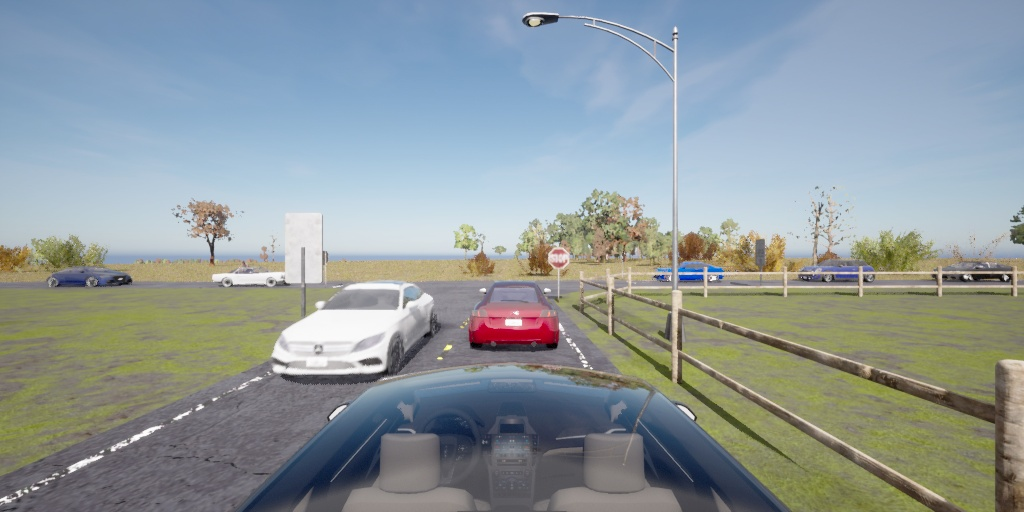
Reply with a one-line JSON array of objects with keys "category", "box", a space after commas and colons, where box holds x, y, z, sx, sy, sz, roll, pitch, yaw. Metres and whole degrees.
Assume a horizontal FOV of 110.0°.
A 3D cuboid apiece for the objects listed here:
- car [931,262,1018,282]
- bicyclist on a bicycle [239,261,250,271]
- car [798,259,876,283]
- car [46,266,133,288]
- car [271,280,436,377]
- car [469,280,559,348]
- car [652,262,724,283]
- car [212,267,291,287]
[{"category": "car", "box": [34.575, 1.167, 26.924, 4.902, 1.511, 2.128, 0, 0, 1]}, {"category": "bicyclist on a bicycle", "box": [-22.561, 1.261, 30.307, 0.582, 1.620, 1.656, 0, 0, 0]}, {"category": "car", "box": [24.302, 1.041, 26.991, 4.553, 1.767, 2.097, 0, 0, 0]}, {"category": "car", "box": [-28.601, 1.390, 24.373, 4.181, 1.385, 1.994, 0, 0, 0]}, {"category": "car", "box": [-2.832, 1.275, 7.527, 1.812, 1.442, 4.674, 0, 0, 0]}, {"category": "car", "box": [0.077, 1.314, 9.258, 1.994, 1.385, 4.181, 0, 0, 1]}, {"category": "car", "box": [13.198, 1.190, 27.064, 5.008, 1.535, 1.882, 0, 0, 0]}, {"category": "car", "box": [-17.250, 1.395, 24.301, 4.718, 1.301, 1.895, 0, 0, 0]}]
